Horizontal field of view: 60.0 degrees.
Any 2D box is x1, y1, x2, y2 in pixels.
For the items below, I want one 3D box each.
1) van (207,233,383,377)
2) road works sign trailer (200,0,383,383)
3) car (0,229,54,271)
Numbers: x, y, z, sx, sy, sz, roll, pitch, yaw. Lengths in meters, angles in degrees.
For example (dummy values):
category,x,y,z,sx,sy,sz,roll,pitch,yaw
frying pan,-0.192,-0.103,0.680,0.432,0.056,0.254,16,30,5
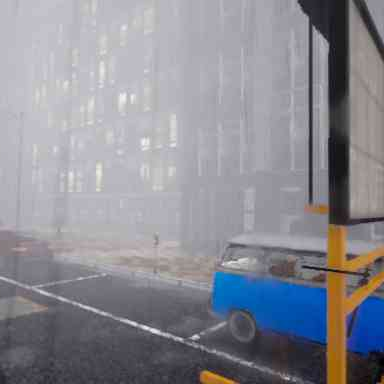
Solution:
category,x,y,z,sx,sy,sz,roll,pitch,yaw
van,2.150,1.640,5.355,3.998,1.788,1.690,-1,-3,39
road works sign trailer,1.258,0.623,2.683,2.880,3.560,2.380,-1,-3,39
car,-6.756,2.039,12.438,4.206,1.307,1.802,-1,-3,39
